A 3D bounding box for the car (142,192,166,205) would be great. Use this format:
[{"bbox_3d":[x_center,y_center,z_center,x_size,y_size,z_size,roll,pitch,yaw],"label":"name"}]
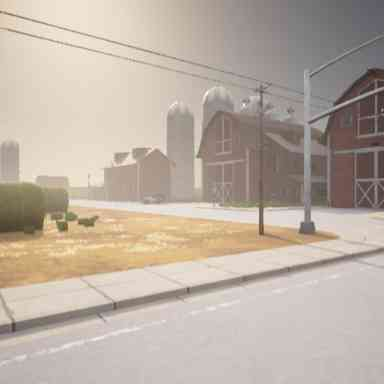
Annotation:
[{"bbox_3d":[-6.368,1.071,55.935,3.866,1.878,1.905,-2,5,11],"label":"car"}]
